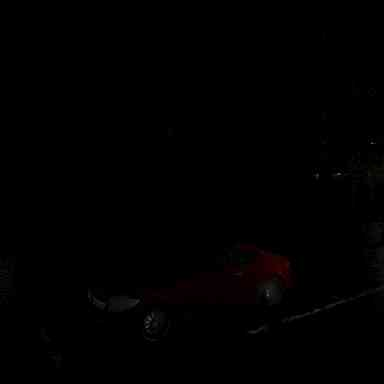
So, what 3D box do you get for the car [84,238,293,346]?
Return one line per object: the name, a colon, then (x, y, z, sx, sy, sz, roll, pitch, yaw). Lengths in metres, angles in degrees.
car: (0.153, 1.582, 6.287, 4.206, 1.307, 1.802, 0, 0, -35)
